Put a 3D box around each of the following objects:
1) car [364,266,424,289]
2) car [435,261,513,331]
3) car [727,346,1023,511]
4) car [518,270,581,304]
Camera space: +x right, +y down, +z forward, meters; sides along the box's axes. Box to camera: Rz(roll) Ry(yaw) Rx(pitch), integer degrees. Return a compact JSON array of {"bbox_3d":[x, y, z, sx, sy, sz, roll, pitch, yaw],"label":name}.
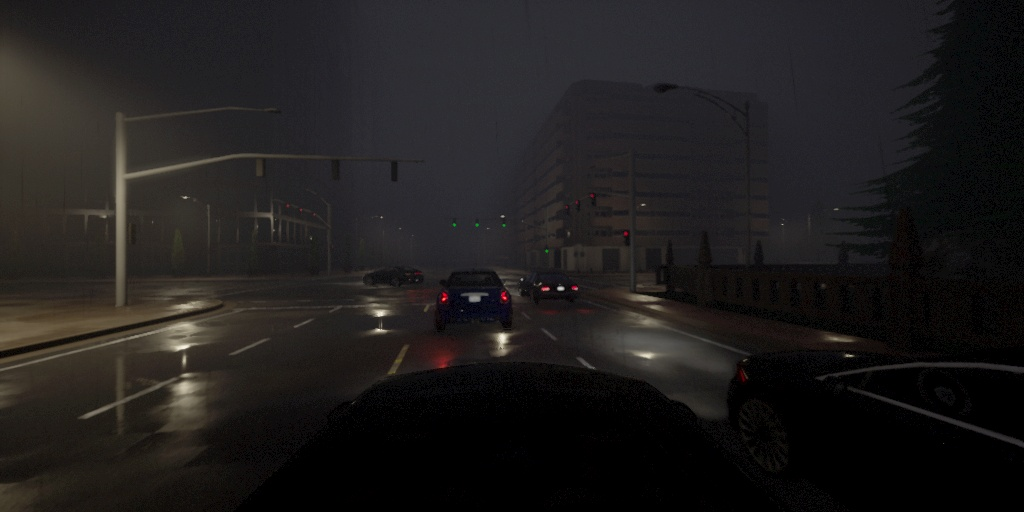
[{"bbox_3d":[-8.358,1.414,25.186,4.902,1.511,2.128,0,-1,33],"label":"car"},{"bbox_3d":[-1.248,1.157,11.507,2.097,1.767,4.553,0,0,-7],"label":"car"},{"bbox_3d":[3.232,1.230,1.838,2.128,1.511,4.902,0,0,-2],"label":"car"},{"bbox_3d":[1.574,1.369,16.845,2.033,1.411,5.357,0,0,-9],"label":"car"}]
